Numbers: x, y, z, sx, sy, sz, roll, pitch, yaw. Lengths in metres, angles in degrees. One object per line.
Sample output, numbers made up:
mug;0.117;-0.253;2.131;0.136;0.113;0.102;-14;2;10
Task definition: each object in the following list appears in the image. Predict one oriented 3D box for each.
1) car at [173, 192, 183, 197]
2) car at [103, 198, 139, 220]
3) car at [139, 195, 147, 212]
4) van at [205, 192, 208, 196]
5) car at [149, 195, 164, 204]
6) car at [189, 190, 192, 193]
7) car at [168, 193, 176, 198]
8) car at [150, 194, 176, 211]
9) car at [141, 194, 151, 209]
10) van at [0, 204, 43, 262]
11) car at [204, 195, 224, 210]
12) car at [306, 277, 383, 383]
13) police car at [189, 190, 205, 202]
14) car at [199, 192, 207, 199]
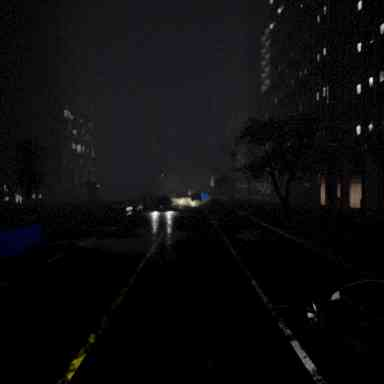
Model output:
car;-2.991;0.758;78.497;1.837;1.490;4.892;0;0;0
car;-5.699;1.358;26.084;2.008;1.369;4.403;-1;0;0
car;-5.699;1.295;31.539;1.752;1.417;4.829;-1;0;0
van;2.682;0.857;71.082;1.690;1.788;3.998;-1;0;0
car;-5.696;1.165;54.208;1.887;1.381;4.507;-1;0;0
car;0.897;0.855;73.180;2.097;1.767;4.553;0;0;0
car;-5.692;0.935;93.583;2.008;1.369;4.403;-1;0;0
car;-3.089;1.244;36.018;1.837;1.490;4.892;0;0;0
car;-5.698;1.275;37.334;1.887;1.381;4.507;-1;0;0
van;-5.704;1.270;9.208;1.690;1.788;3.998;-1;0;0
car;2.683;1.313;37.334;1.802;1.307;4.206;-1;0;0
car;2.680;1.537;3.583;1.947;1.339;4.313;-1;0;0
police car;0.907;0.988;63.317;1.930;1.638;5.238;0;0;0
car;2.685;0.889;82.332;1.967;1.590;4.097;-1;0;0
